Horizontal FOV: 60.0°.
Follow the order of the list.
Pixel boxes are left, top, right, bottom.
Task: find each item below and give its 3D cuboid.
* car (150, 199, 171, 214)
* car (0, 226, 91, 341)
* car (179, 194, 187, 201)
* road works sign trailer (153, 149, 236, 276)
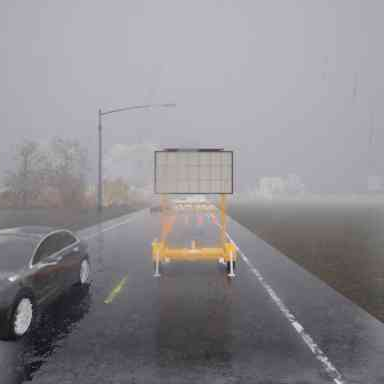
[{"bbox_3d":[-3.271,1.497,35.292,1.882,1.535,5.008,0,0,1],"label":"car"},{"bbox_3d":[-3.472,1.507,6.565,1.837,1.490,4.892,0,0,0],"label":"car"},{"bbox_3d":[-2.428,1.437,90.392,2.097,1.767,4.553,0,0,1],"label":"car"},{"bbox_3d":[0.057,0.469,10.302,2.380,3.560,2.880,0,0,-1],"label":"road works sign trailer"}]
